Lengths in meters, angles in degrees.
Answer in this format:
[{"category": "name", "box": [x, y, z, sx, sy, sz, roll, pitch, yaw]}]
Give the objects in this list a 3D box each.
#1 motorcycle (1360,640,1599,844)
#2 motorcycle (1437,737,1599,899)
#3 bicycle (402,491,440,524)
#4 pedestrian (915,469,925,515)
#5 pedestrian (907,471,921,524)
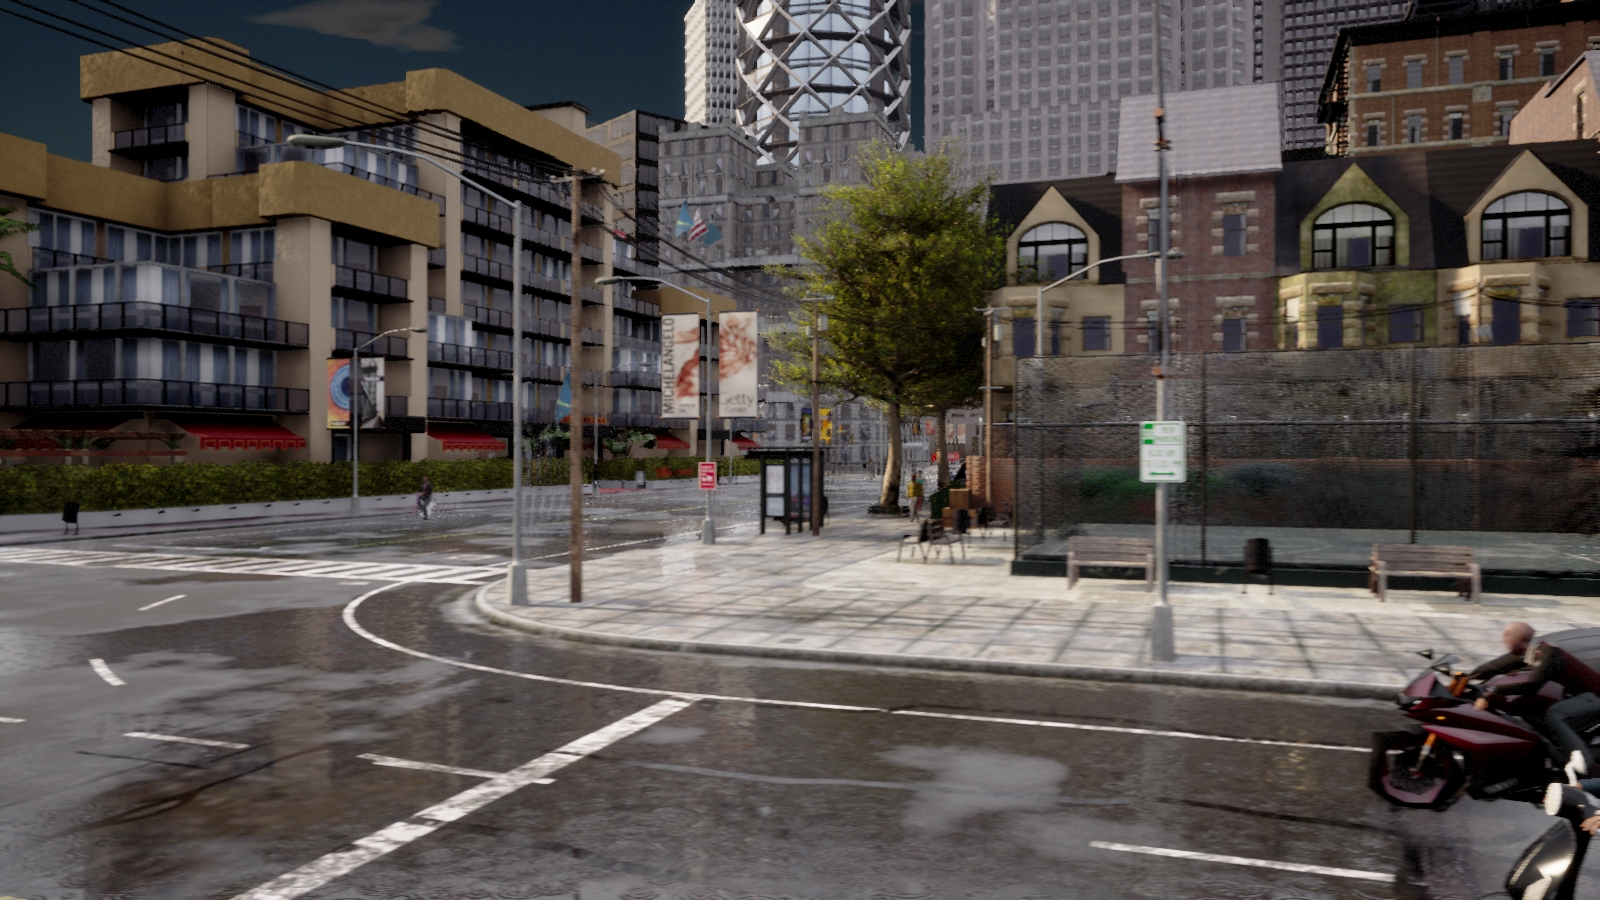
[{"category": "motorcycle", "box": [5.556, 2.205, 8.727, 2.209, 1.251, 0.867, 0, 0, 20]}, {"category": "motorcycle", "box": [4.169, 2.182, 5.506, 1.805, 1.236, 0.856, 0, 0, 20]}, {"category": "bicycle", "box": [-14.652, 2.210, 44.186, 0.329, 1.171, 1.835, 0, 0, 19]}, {"category": "pedestrian", "box": [4.829, 1.698, 46.065, 0.375, 1.860, 0.375, 0, 0, 9]}, {"category": "pedestrian", "box": [4.085, 1.696, 41.043, 0.375, 1.860, 0.375, 0, 0, 28]}]
